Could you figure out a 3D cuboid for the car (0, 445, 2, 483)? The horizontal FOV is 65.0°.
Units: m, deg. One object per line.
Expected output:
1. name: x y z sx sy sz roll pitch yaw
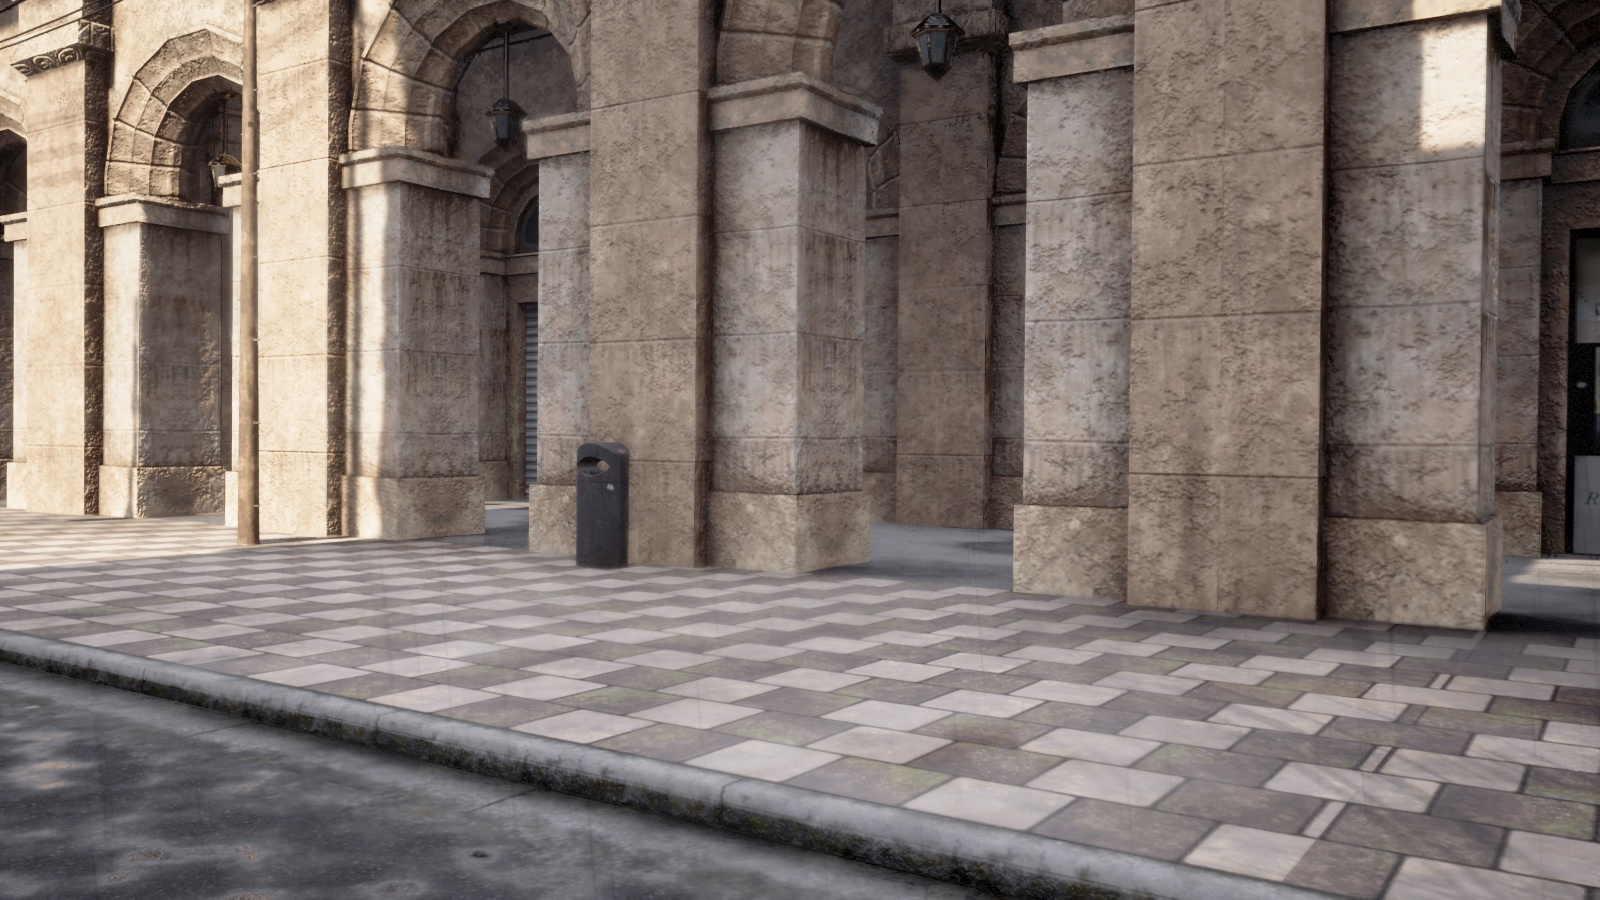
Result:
1. car: -30.009 0.524 42.477 1.895 1.301 4.718 0 1 34
